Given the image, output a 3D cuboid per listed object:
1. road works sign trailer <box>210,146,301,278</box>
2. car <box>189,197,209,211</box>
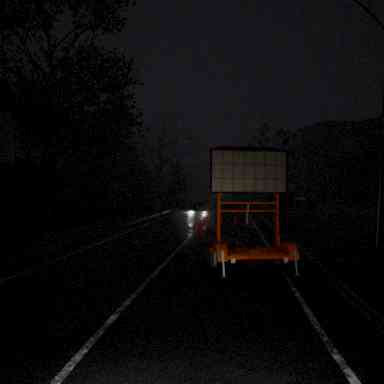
[{"bbox_3d":[1.674,0.441,10.163,2.380,3.560,2.880,1,0,-7],"label":"road works sign trailer"},{"bbox_3d":[0.825,1.331,38.192,1.812,1.442,4.674,1,0,6],"label":"car"}]
